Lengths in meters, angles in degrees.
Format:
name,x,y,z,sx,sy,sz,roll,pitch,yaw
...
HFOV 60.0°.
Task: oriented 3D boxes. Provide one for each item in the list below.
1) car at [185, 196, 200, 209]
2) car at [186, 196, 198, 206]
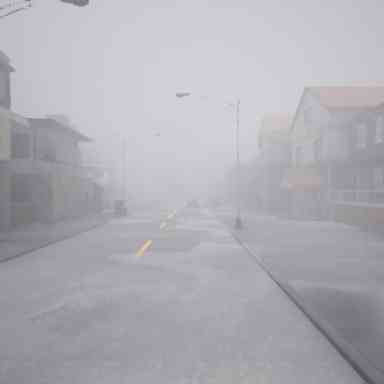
name,x,y,z,sx,sy,sz,roll,pitch,yaw
car,0.127,1.514,44.218,2.033,1.411,5.357,0,0,-1
car,0.028,1.463,54.709,1.837,1.490,4.892,0,0,0
